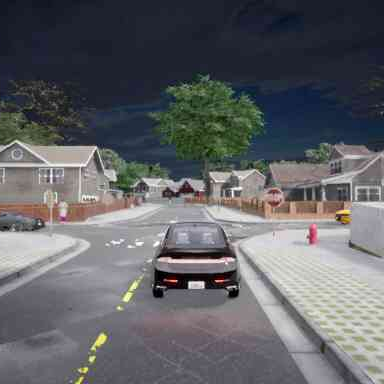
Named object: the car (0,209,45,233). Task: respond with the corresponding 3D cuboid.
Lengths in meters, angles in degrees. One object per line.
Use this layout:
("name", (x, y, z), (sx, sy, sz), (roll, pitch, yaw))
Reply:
("car", (-10.772, 1.682, 19.155), (4.181, 1.385, 1.994), (-1, -2, 0))

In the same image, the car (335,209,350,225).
("car", (12.026, 1.403, 21.848), (5.008, 1.535, 1.882), (-1, -2, 1))

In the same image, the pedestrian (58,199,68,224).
("pedestrian", (-9.709, 1.454, 25.017), (0.375, 1.860, 0.375), (0, -1, 1))

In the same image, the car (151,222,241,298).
("car", (0.079, 1.506, 8.544), (2.128, 1.511, 4.902), (0, 0, 0))
